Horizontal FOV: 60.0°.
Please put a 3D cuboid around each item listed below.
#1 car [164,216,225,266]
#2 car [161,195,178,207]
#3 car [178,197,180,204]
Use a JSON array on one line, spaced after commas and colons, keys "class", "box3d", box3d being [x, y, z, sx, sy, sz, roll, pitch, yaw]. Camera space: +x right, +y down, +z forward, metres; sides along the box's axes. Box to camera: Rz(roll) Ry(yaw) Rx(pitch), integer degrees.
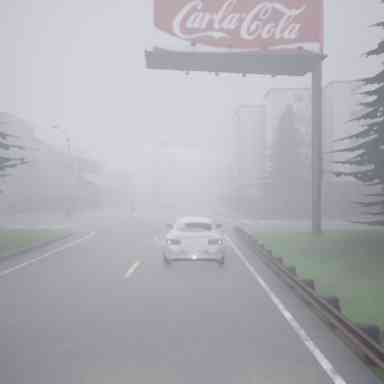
[{"class": "car", "box3d": [0.074, 1.543, 11.468, 1.812, 1.442, 4.674, 0, 0, 0]}, {"class": "car", "box3d": [-3.576, 1.605, 52.001, 1.812, 1.442, 4.674, 0, 0, 1]}, {"class": "car", "box3d": [-3.520, 1.454, 67.564, 2.097, 1.767, 4.553, 0, 0, 0]}]
